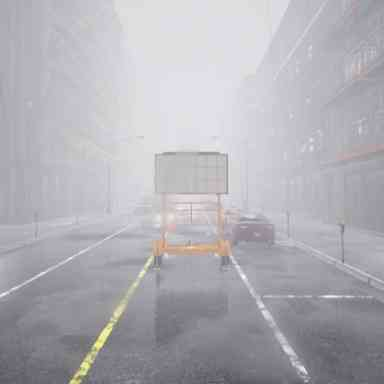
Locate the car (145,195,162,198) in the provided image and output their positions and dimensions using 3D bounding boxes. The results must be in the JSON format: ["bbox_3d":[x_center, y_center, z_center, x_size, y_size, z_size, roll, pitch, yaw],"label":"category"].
[{"bbox_3d":[-5.311,1.395,43.062,2.192,1.841,5.009,2,0,0],"label":"car"}]

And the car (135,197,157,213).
[{"bbox_3d":[-5.313,1.590,37.360,1.752,1.417,4.829,2,0,0],"label":"car"}]

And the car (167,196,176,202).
[{"bbox_3d":[-5.341,1.824,87.304,1.947,1.339,4.313,1,0,0],"label":"car"}]

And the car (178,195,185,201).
[{"bbox_3d":[-2.795,1.570,91.041,1.882,1.535,5.008,0,0,0],"label":"car"}]

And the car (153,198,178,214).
[{"bbox_3d":[-2.867,1.664,36.717,1.895,1.301,4.718,0,0,0],"label":"car"}]

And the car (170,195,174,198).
[{"bbox_3d":[-5.326,1.495,70.713,2.192,1.841,5.009,1,0,0],"label":"car"}]

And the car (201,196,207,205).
[{"bbox_3d":[2.563,1.630,43.002,2.008,1.369,4.403,1,0,0],"label":"car"}]

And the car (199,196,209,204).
[{"bbox_3d":[2.559,1.620,70.656,1.967,1.590,4.097,1,0,0],"label":"car"}]

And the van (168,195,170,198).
[{"bbox_3d":[-5.321,1.476,59.652,1.690,1.788,3.998,1,0,0],"label":"van"}]

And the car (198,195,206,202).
[{"bbox_3d":[2.555,1.679,59.594,1.887,1.381,4.507,1,0,0],"label":"car"}]

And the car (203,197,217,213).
[{"bbox_3d":[2.566,1.610,37.470,1.887,1.381,4.507,1,0,0],"label":"car"}]

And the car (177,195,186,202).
[{"bbox_3d":[-2.789,1.497,78.342,1.882,1.535,5.008,0,0,0],"label":"car"}]

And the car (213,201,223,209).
[{"bbox_3d":[2.575,1.552,21.050,1.752,1.417,4.829,1,0,0],"label":"car"}]

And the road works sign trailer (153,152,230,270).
[{"bbox_3d":[-0.017,0.475,11.018,2.380,3.560,2.880,0,0,0],"label":"road works sign trailer"}]

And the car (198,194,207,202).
[{"bbox_3d":[2.514,1.545,81.718,2.192,1.841,5.009,1,0,0],"label":"car"}]

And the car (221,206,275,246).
[{"bbox_3d":[2.578,1.562,15.348,1.887,1.381,4.507,1,0,0],"label":"car"}]

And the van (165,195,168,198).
[{"bbox_3d":[-5.317,1.455,54.120,1.690,1.788,3.998,2,0,0],"label":"van"}]
